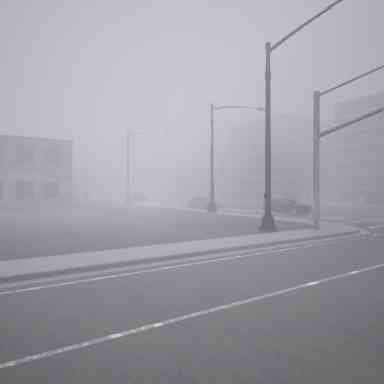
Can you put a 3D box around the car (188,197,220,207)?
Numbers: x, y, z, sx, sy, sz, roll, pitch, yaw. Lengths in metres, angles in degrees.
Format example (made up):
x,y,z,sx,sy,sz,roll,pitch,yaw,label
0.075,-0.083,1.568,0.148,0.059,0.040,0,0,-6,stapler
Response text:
x,y,z,sx,sy,sz,roll,pitch,yaw,label
1.519,1.261,42.966,1.895,1.301,4.718,0,1,-34,car

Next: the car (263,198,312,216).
x,y,z,sx,sy,sz,roll,pitch,yaw,label
9.068,1.345,31.985,1.882,1.535,5.008,0,1,-35,car

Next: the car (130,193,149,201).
x,y,z,sx,sy,sz,roll,pitch,yaw,label
-9.287,0.887,58.851,1.994,1.385,4.181,0,1,-34,car
